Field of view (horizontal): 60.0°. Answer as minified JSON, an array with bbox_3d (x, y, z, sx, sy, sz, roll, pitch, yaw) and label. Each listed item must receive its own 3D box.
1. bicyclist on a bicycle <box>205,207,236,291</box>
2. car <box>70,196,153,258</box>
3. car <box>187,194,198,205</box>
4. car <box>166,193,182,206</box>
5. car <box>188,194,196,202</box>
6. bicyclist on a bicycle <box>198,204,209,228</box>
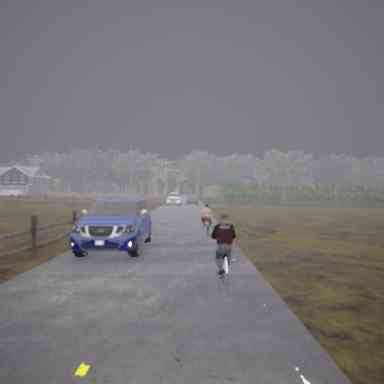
[{"bbox_3d":[0.760,1.357,8.083,0.659,1.776,1.843,0,0,0],"label":"bicyclist on a bicycle"},{"bbox_3d":[-2.849,1.198,13.012,2.150,2.045,5.566,0,0,0],"label":"car"},{"bbox_3d":[0.108,1.368,56.775,2.128,1.511,4.902,0,0,0],"label":"car"},{"bbox_3d":[-2.818,1.114,52.225,2.150,2.045,5.566,0,0,0],"label":"car"},{"bbox_3d":[0.010,1.319,73.735,1.837,1.490,4.892,0,0,0],"label":"car"},{"bbox_3d":[0.760,1.407,17.108,0.866,1.612,1.509,0,0,0],"label":"bicyclist on a bicycle"}]
